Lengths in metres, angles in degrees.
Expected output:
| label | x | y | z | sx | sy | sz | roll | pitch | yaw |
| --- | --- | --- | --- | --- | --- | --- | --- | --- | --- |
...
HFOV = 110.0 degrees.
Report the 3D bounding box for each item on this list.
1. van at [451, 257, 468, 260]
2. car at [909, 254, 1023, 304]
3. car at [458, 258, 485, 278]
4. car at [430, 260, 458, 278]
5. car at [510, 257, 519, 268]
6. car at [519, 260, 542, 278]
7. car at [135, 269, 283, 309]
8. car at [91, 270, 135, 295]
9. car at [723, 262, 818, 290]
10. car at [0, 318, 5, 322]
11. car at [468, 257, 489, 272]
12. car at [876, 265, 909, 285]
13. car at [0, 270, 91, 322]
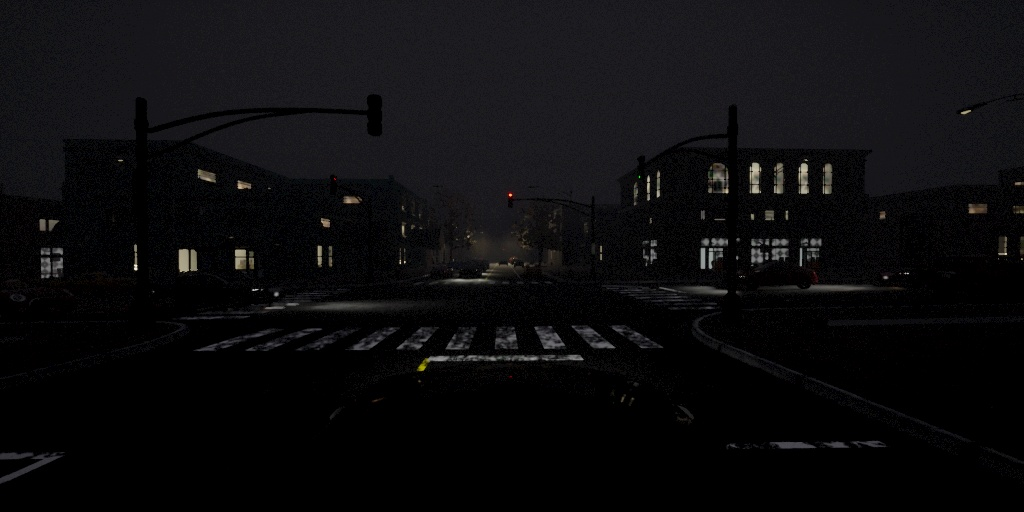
| label | x | y | z | sx | sy | sz | roll | pitch | yaw |
| --- | --- | --- | --- | --- | --- | --- | --- | --- | --- |
| van | -6.775 | 1.082 | 44.683 | 1.690 | 1.789 | 3.998 | 0 | 0 | -1 |
| car | 19.642 | 0.843 | 14.370 | 5.009 | 1.841 | 2.192 | 0 | 0 | -2 |
| car | -3.920 | 1.221 | 34.421 | 1.882 | 1.535 | 5.008 | 0 | 0 | -2 |
| car | -6.492 | 1.326 | 33.595 | 1.802 | 1.307 | 4.207 | 0 | 0 | -1 |
| car | 1.178 | 1.288 | 61.531 | 2.007 | 1.370 | 4.403 | 0 | 0 | -1 |
| car | 1.881 | 1.269 | 33.979 | 1.751 | 1.417 | 4.829 | 0 | 0 | -1 |
| car | -12.437 | 1.382 | 15.285 | 4.902 | 1.511 | 2.128 | -1 | 1 | 2 |
| car | -24.497 | 1.500 | 20.840 | 4.829 | 1.417 | 1.751 | 0 | 0 | -2 |
| car | 14.306 | 1.063 | 19.928 | 4.674 | 1.442 | 1.812 | -1 | 1 | -2 |
| car | -5.661 | 1.295 | 1.086 | 1.888 | 1.381 | 4.507 | 0 | 0 | -1 |
| car | -4.180 | 1.219 | 44.461 | 1.882 | 1.535 | 5.008 | 0 | 0 | -1 |
| car | 23.528 | 0.918 | 20.328 | 4.902 | 1.511 | 2.128 | -1 | 1 | -2 |
| car | -18.346 | 1.422 | 12.752 | 4.097 | 1.591 | 1.967 | 0 | 0 | -2 |
